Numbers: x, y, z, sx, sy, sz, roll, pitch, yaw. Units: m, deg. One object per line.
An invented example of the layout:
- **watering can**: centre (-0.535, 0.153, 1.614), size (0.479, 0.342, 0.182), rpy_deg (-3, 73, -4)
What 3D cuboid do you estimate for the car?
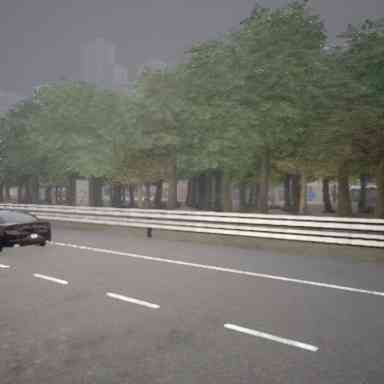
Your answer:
- **car**: centre (-7.872, 1.498, 13.783), size (5.008, 1.535, 1.882), rpy_deg (0, 0, 36)
